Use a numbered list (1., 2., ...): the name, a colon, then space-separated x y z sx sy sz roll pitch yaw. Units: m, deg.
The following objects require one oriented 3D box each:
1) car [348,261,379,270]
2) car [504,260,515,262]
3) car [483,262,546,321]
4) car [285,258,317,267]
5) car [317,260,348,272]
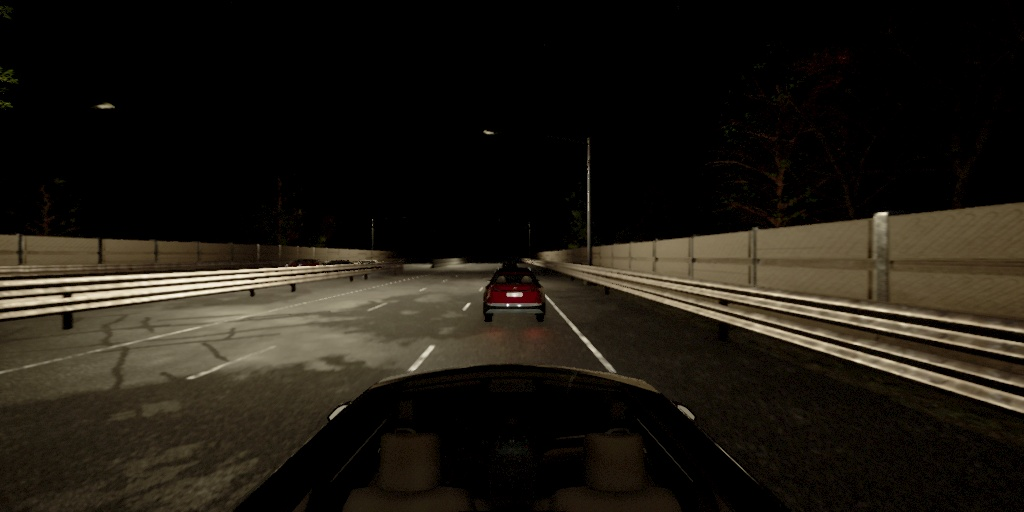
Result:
1. car: -17.972 1.293 44.313 1.812 1.442 4.674 0 0 -1
2. car: -0.289 1.272 43.231 1.837 1.490 4.892 0 0 -1
3. car: 0.064 1.184 12.586 2.033 1.649 4.856 0 0 0
4. car: -24.950 1.119 42.788 2.097 1.767 4.553 0 0 -1
5. car: -21.470 1.245 44.224 1.882 1.535 5.008 0 0 -1
